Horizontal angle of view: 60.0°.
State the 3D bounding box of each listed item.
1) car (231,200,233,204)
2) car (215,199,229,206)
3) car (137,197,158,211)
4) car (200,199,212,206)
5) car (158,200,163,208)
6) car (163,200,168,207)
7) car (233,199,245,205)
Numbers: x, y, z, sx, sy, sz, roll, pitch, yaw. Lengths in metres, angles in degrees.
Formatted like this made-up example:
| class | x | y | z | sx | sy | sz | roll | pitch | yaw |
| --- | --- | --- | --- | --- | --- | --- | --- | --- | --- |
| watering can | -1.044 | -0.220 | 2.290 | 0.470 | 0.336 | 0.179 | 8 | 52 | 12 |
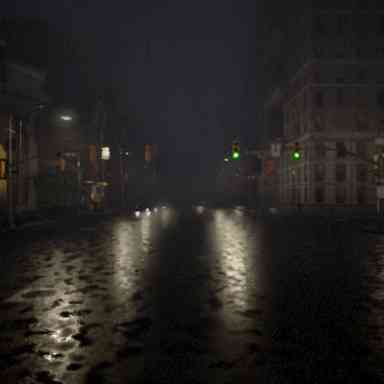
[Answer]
| class | x | y | z | sx | sy | sz | roll | pitch | yaw |
| --- | --- | --- | --- | --- | --- | --- | --- | --- | --- |
| car | 8.213 | 2.570 | 89.175 | 1.882 | 1.535 | 5.008 | -1 | -1 | 38 |
| car | 7.069 | 2.518 | 80.161 | 2.128 | 1.511 | 4.902 | 0 | -1 | 25 |
| car | -7.088 | 1.857 | 51.333 | 2.150 | 2.045 | 5.566 | 0 | -1 | 0 |
| car | 3.268 | 2.517 | 80.183 | 1.812 | 1.442 | 4.674 | 0 | -1 | 22 |
| car | -7.024 | 2.260 | 61.021 | 1.837 | 1.490 | 4.892 | 0 | -1 | 1 |
| car | -6.368 | 2.362 | 71.463 | 1.882 | 1.535 | 5.008 | 0 | -1 | 7 |
| car | 12.435 | 2.601 | 88.956 | 1.837 | 1.490 | 4.892 | -1 | -1 | 41 |
